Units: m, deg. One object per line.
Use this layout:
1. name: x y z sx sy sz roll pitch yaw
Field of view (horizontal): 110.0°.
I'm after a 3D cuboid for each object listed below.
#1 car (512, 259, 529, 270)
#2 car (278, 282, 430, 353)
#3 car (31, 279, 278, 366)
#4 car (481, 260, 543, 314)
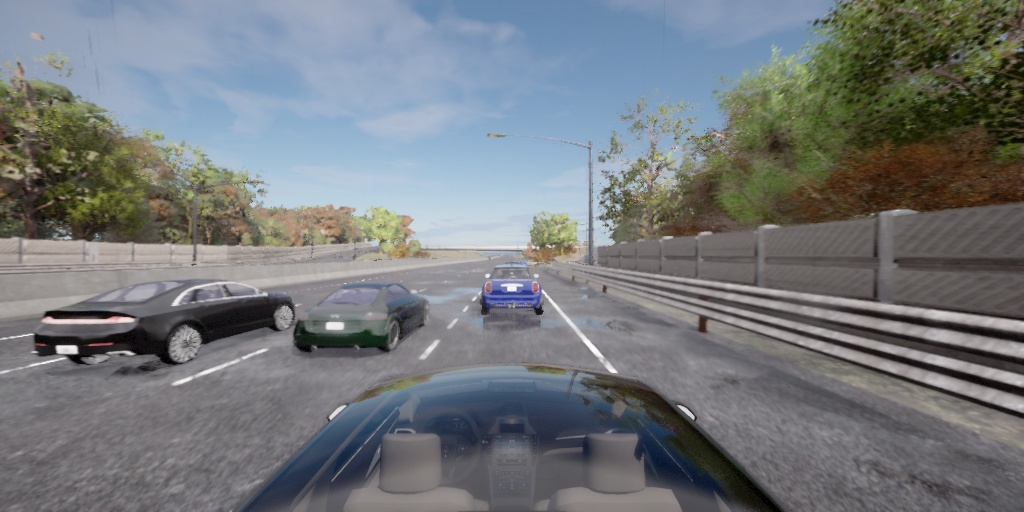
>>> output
1. car: 1.346 1.292 54.778 1.882 1.535 5.008 0 -1 10
2. car: -3.400 1.316 8.895 1.994 1.385 4.181 0 0 0
3. car: -6.902 1.243 7.985 2.128 1.511 4.902 0 0 0
4. car: -0.004 1.106 13.984 2.097 1.767 4.553 0 0 0
